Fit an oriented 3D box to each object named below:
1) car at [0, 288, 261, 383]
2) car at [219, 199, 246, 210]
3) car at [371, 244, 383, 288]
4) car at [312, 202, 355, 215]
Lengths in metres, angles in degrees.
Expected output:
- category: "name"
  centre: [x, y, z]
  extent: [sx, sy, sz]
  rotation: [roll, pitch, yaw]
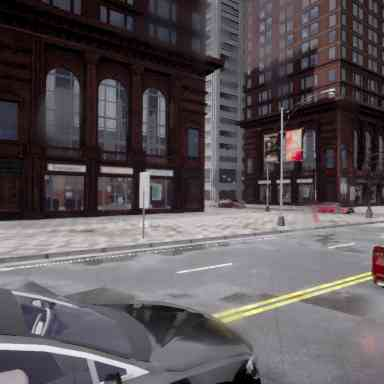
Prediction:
- category: "car"
  centre: [-1.602, 1.492, 2.303]
  extent: [4.902, 1.511, 2.128]
  rotation: [0, 0, -35]
- category: "car"
  centre: [5.742, 1.761, 47.795]
  extent: [1.812, 1.442, 4.674]
  rotation: [1, -1, -35]
- category: "car"
  centre: [6.227, 1.488, 7.875]
  extent: [5.008, 1.535, 1.882]
  rotation: [0, 0, -35]
- category: "car"
  centre: [14.826, 1.729, 35.101]
  extent: [1.994, 1.385, 4.181]
  rotation: [1, -1, -37]
